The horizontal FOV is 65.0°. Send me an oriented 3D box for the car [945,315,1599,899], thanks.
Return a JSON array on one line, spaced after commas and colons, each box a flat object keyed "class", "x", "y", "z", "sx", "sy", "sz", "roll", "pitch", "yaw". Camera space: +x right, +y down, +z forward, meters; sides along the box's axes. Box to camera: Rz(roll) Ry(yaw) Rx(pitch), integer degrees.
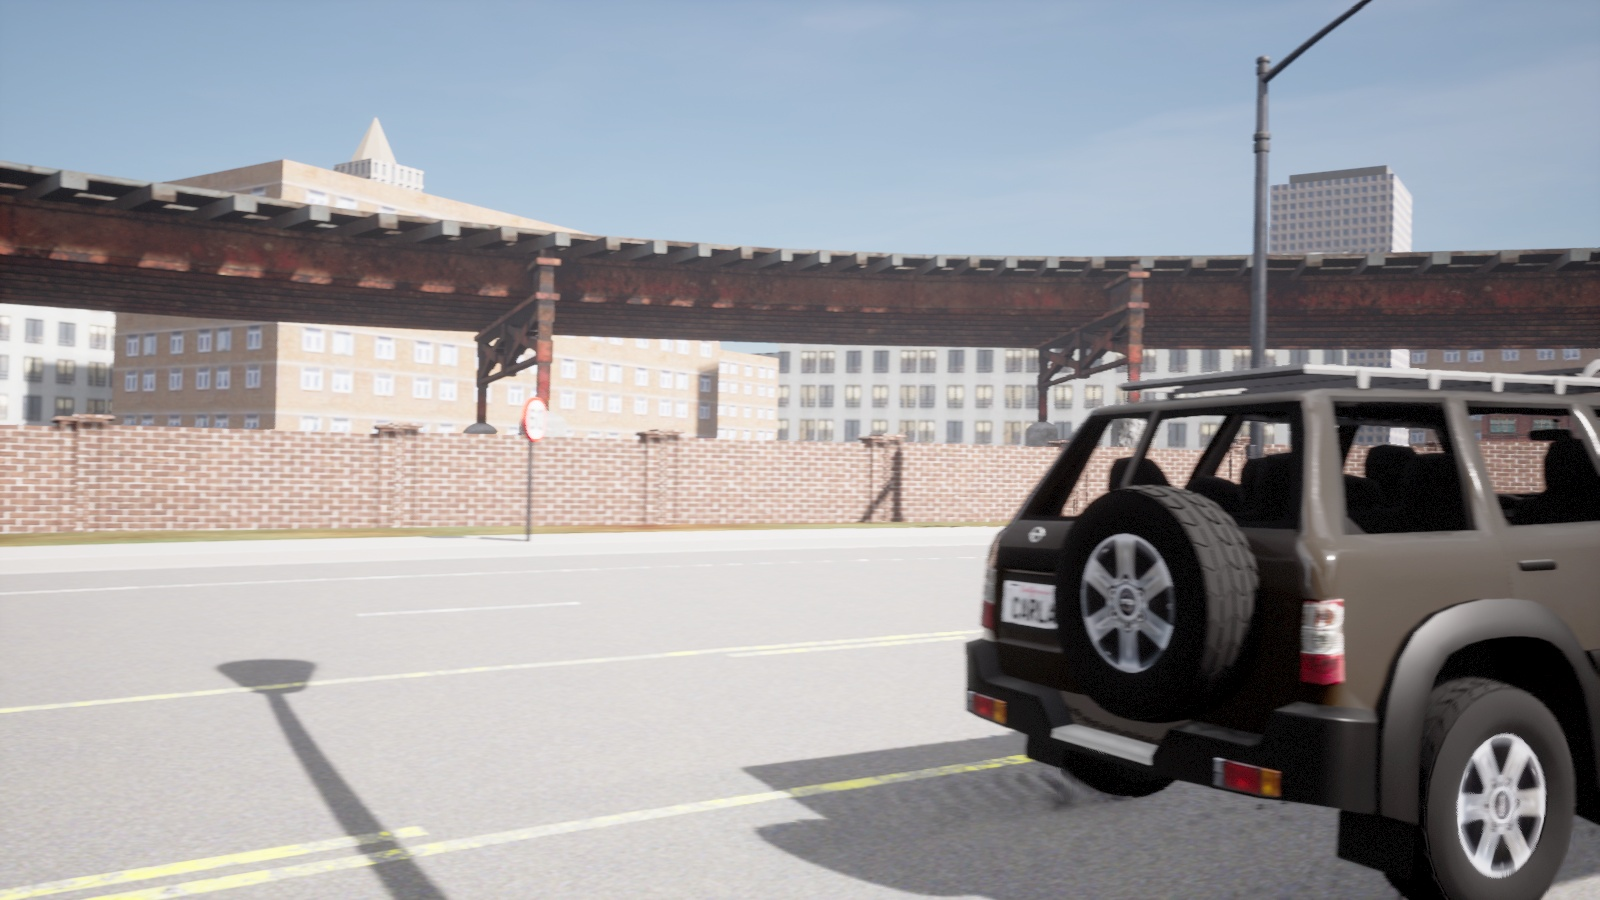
[{"class": "car", "x": 3.108, "y": 0.573, "z": 5.401, "sx": 4.605, "sy": 1.855, "sz": 1.932, "roll": 0, "pitch": -1, "yaw": -27}]
